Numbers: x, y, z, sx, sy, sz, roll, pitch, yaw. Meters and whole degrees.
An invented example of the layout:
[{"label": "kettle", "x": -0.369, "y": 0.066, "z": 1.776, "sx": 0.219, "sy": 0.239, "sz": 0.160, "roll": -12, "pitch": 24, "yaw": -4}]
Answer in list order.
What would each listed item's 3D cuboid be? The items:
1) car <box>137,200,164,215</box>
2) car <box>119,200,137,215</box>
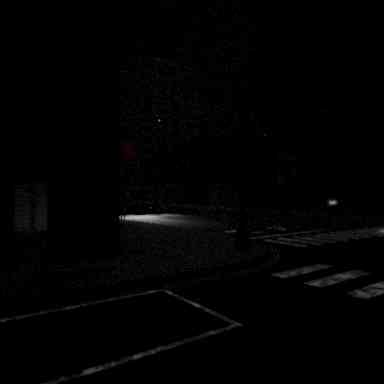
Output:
[{"label": "car", "x": -4.733, "y": 1.544, "z": 35.098, "sx": 1.812, "sy": 1.442, "sz": 4.674, "roll": 0, "pitch": 0, "yaw": -36}, {"label": "car", "x": -7.880, "y": 1.500, "z": 33.883, "sx": 2.128, "sy": 1.511, "sz": 4.902, "roll": 0, "pitch": 0, "yaw": -36}]
